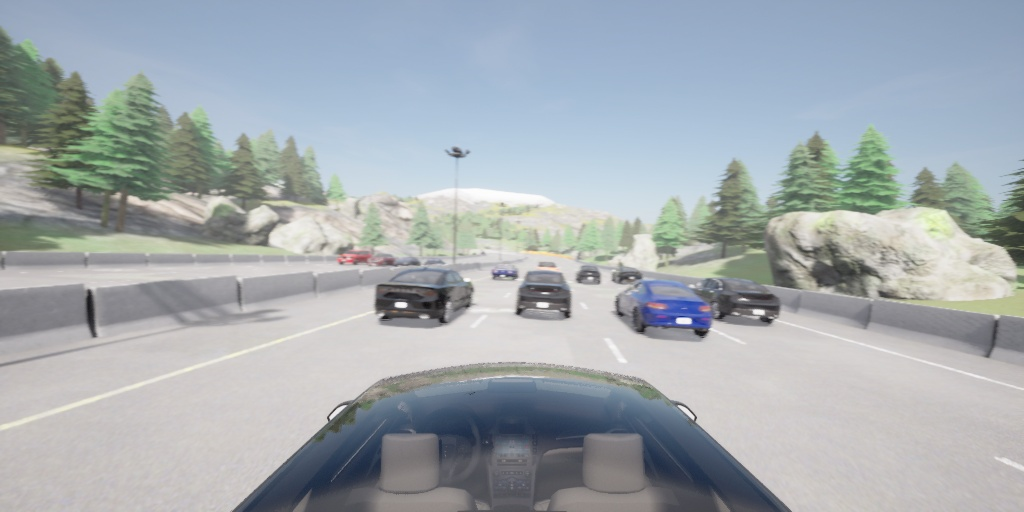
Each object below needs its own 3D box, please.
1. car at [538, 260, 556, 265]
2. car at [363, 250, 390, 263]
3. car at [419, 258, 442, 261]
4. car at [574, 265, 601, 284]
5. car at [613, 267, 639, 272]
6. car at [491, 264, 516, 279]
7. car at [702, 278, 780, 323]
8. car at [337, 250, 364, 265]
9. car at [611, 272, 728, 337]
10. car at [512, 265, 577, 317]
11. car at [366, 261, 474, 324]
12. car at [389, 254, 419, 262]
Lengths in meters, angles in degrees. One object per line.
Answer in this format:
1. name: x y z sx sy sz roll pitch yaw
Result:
1. car: 2.987 1.236 30.502 2.097 1.767 4.553 3 0 6
2. car: -16.609 0.421 45.903 2.097 1.767 4.553 3 0 6
3. car: -9.669 0.945 45.117 1.994 1.385 4.181 3 0 6
4. car: 6.561 1.554 31.136 1.837 1.490 4.892 3 0 6
5. car: 10.174 1.694 32.061 1.882 1.535 5.008 3 0 6
6. car: -0.501 1.328 30.867 1.895 1.301 4.718 3 0 6
7. car: 8.308 1.589 14.085 1.837 1.490 4.892 3 0 6
8. car: -20.090 0.201 46.202 2.150 2.045 5.566 3 0 6
9. car: 4.483 1.441 11.110 1.812 1.442 4.674 3 0 6
10. car: 1.210 1.271 13.433 1.837 1.490 4.892 3 0 6
11. car: -2.514 1.080 11.420 1.882 1.535 5.008 3 0 6
12. car: -13.144 0.804 45.512 2.033 1.411 5.357 3 0 6
